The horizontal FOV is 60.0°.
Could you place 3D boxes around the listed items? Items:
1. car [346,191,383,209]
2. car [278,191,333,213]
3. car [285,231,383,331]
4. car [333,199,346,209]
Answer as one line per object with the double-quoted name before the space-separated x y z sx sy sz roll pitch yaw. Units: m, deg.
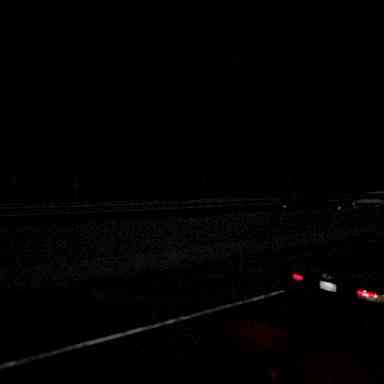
"car" 15.532 0.962 27.513 5.566 2.045 2.150 -1 1 -34
"car" 11.040 0.968 32.923 5.566 2.045 2.150 -1 1 -34
"car" 4.202 1.524 6.704 5.357 1.411 2.033 0 0 -35
"car" 15.106 1.270 31.439 4.181 1.385 1.994 -1 1 -34
